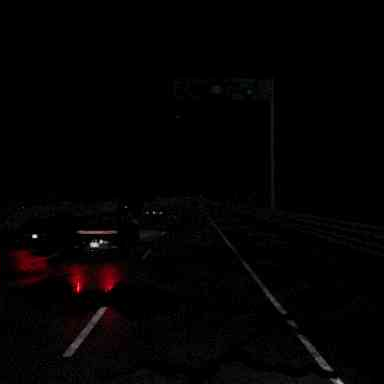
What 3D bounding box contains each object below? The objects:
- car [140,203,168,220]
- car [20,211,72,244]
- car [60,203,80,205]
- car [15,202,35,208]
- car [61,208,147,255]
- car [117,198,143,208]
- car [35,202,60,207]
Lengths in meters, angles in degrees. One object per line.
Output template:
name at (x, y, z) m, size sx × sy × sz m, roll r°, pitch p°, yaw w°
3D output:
car at (-3.407, 1.967, 32.397) m, size 2.033 × 1.411 × 5.357 m, roll 0°, pitch -1°, yaw 0°
car at (-6.903, 1.716, 17.026) m, size 1.837 × 1.490 × 4.892 m, roll 0°, pitch -1°, yaw 0°
car at (-17.576, 2.284, 49.758) m, size 1.994 × 1.385 × 4.181 m, roll 0°, pitch -1°, yaw 0°
car at (-24.571, 2.223, 49.659) m, size 1.837 × 1.490 × 4.892 m, roll 0°, pitch -1°, yaw 0°
car at (-3.402, 1.662, 14.042) m, size 2.128 × 1.511 × 4.902 m, roll 0°, pitch -1°, yaw 0°
car at (-6.905, 1.717, 37.490) m, size 2.150 × 2.045 × 5.566 m, roll 0°, pitch -1°, yaw 0°
car at (-21.072, 2.226, 49.763) m, size 1.837 × 1.490 × 4.892 m, roll 0°, pitch -1°, yaw 0°
